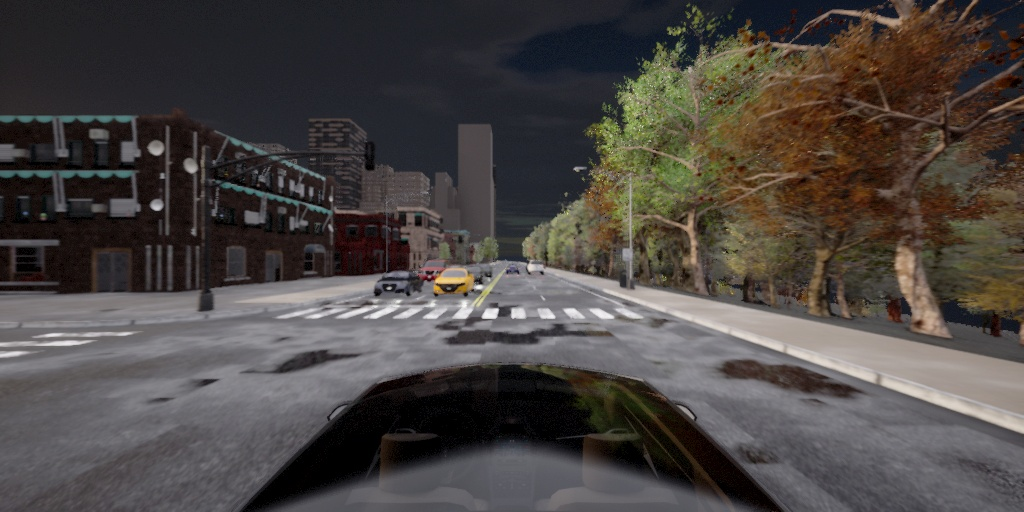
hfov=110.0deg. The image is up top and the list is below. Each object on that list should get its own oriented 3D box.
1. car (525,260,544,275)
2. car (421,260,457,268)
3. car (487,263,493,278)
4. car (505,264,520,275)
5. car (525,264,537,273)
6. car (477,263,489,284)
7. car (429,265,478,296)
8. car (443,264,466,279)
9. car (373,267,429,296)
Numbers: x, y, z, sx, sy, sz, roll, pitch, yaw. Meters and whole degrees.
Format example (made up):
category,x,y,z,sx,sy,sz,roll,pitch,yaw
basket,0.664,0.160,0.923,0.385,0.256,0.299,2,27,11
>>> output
category,x,y,z,sx,sy,sz,roll,pitch,yaw
car,3.366,1.603,51.138,2.150,2.045,5.566,0,-1,0
car,-6.592,1.354,31.398,2.150,2.045,5.566,0,-1,0
car,-3.328,1.610,41.408,2.097,1.767,4.553,0,-1,0
car,0.113,1.918,51.984,1.812,1.442,4.674,0,-1,0
car,3.270,2.117,61.759,1.895,1.301,4.718,0,-1,0
car,-3.343,1.632,31.170,1.837,1.490,4.892,0,-1,0
car,-3.347,1.481,21.480,1.882,1.535,5.008,0,-1,0
car,-6.577,1.741,41.758,1.882,1.535,5.008,0,-1,0
car,-6.596,1.565,21.276,1.994,1.385,4.181,0,-1,0
